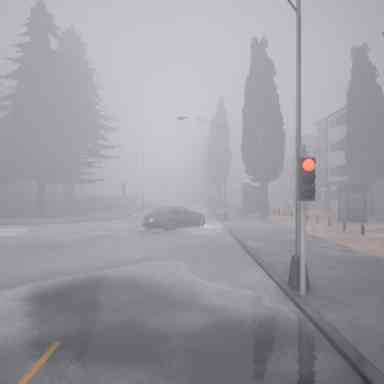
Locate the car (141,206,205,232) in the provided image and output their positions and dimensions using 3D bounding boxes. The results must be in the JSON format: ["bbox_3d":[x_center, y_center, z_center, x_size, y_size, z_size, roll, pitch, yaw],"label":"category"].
[{"bbox_3d":[-1.059,1.553,20.237,1.994,1.385,4.181,1,0,39],"label":"car"}]

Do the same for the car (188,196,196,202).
[{"bbox_3d":[0.012,1.629,73.090,1.882,1.535,5.008,0,0,0],"label":"car"}]
